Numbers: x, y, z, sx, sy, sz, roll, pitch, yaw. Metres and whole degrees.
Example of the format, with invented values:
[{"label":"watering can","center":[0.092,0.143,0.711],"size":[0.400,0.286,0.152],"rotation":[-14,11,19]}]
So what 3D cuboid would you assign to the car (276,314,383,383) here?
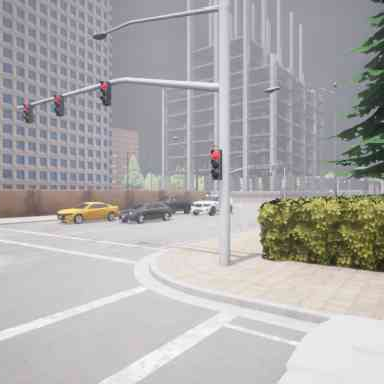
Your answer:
[{"label":"car","center":[2.878,1.601,1.914],"size":[4.718,1.301,1.895],"rotation":[0,0,36]}]

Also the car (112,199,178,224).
[{"label":"car","center":[-3.541,1.560,25.838],"size":[1.837,1.490,4.892],"rotation":[0,0,36]}]

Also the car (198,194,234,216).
[{"label":"car","center":[2.186,1.277,33.848],"size":[2.150,2.045,5.566],"rotation":[0,0,36]}]

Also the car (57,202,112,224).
[{"label":"car","center":[-7.930,1.533,25.712],"size":[1.882,1.535,5.008],"rotation":[0,0,35]}]

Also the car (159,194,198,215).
[{"label":"car","center":[-2.158,1.277,33.800],"size":[2.150,2.045,5.566],"rotation":[0,0,35]}]
